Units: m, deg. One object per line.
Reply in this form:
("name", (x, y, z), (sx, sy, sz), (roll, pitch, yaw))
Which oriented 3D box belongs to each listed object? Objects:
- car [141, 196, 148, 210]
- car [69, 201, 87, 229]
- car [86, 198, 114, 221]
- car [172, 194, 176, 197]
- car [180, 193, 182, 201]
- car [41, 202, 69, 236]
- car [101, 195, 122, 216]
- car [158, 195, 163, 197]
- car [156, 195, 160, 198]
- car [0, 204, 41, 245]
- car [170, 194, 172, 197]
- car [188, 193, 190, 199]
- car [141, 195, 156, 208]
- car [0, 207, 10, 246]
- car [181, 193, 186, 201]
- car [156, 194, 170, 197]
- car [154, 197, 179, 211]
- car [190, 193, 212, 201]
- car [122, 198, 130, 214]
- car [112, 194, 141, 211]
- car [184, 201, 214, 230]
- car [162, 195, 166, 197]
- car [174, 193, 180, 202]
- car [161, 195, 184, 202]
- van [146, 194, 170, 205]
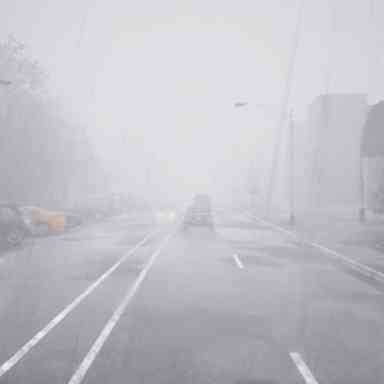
("car", (-8.281, 1.591, 41.098), (4.674, 1.452, 2.002), (-1, -1, -17))
("car", (-9.139, 1.525, 20.330), (4.792, 1.488, 2.163), (-1, 0, -18))
("car", (-8.984, 1.509, 26.264), (4.892, 1.521, 2.231), (-1, 0, -18))
("car", (-6.286, 1.688, 67.721), (4.674, 1.452, 2.002), (-1, 0, -15))
("car", (-5.413, 1.659, 76.592), (4.892, 1.521, 2.231), (-1, 0, -14))
("car", (-9.242, 1.492, 17.349), (5.008, 1.535, 2.097), (-1, 0, -19))
("car", (-8.829, 1.388, 29.234), (4.553, 1.767, 2.185), (-1, 0, -18))
("car", (-7.489, 1.641, 52.937), (4.674, 1.452, 2.002), (0, -1, -16))
("car", (-7.718, 1.628, 49.991), (4.674, 1.452, 2.002), (-1, 0, -16))
("car", (-9.285, 1.363, 14.384), (4.553, 1.767, 2.185), (-1, 0, -19))
("car", (-6.807, 1.634, 61.799), (5.008, 1.535, 2.097), (-1, 0, -15))
("car", (-3.817, 1.513, 91.327), (4.553, 1.767, 2.185), (-1, 0, -14))
("car", (-7.927, 1.557, 44.118), (5.366, 1.575, 1.946), (-1, -1, -17))
("car", (-9.380, 1.486, 11.413), (5.008, 1.535, 2.097), (-1, 0, -19))
("car", (-4.911, 1.652, 79.593), (5.366, 1.575, 1.946), (-1, 0, -14))
("car", (-7.239, 1.624, 58.790), (5.366, 1.575, 1.946), (-1, 0, -16))
("car", (-3.044, 1.660, 40.884), (1.895, 1.301, 4.718), (0, 0, 3))
("car", (1.317, 1.279, 41.095), (2.150, 2.045, 5.566), (0, 0, 3))
("car", (-8.736, 1.562, 32.200), (4.674, 1.452, 2.002), (-1, 0, -18))
("car", (-8.624, 1.280, 35.153), (5.566, 2.045, 2.435), (-1, 0, -17))
("car", (0.438, 1.556, 21.183), (2.033, 1.411, 5.357), (0, 0, 1))
("car", (-7.283, 1.654, 55.877), (4.674, 1.452, 2.002), (-1, 0, -16))
("car", (-5.682, 1.530, 73.641), (4.553, 1.767, 2.185), (-1, 0, -14))
("car", (-4.947, 1.655, 82.455), (5.366, 1.575, 1.946), (-1, 0, -14))
("van", (-6.670, 1.418, 64.726), (4.442, 1.987, 1.878), (-1, 0, -15))
